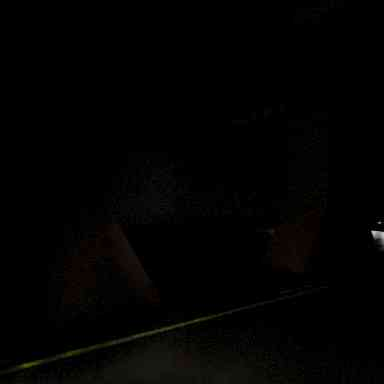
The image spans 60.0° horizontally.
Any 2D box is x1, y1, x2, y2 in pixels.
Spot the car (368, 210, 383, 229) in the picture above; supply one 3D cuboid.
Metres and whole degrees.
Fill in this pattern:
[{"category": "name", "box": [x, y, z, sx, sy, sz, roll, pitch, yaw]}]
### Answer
[{"category": "car", "box": [13.232, 1.746, 21.721, 4.181, 1.385, 1.994, 1, 0, -35]}]
